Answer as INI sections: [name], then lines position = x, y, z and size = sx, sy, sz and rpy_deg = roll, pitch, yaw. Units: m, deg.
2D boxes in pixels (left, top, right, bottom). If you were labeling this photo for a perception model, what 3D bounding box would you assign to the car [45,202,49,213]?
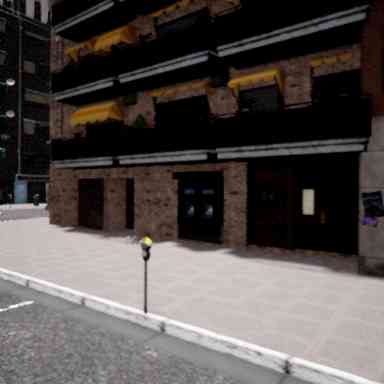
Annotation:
[car]
position = -8.769, 1.050, 24.982
size = 2.008, 1.369, 4.403
rpy_deg = 2, 2, 36
